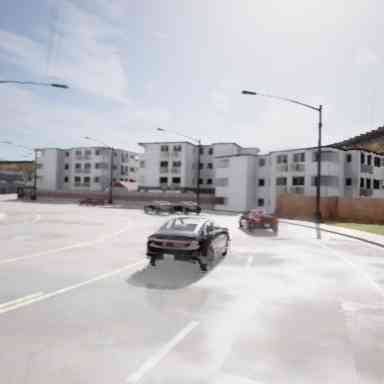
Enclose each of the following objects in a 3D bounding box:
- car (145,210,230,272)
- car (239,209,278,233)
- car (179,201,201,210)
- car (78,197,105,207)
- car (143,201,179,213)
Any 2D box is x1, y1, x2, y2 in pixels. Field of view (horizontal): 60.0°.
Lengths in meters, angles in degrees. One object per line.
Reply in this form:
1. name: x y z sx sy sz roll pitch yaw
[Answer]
1. car: 0.066 1.603 11.389 2.128 1.511 4.902 2 -1 17
2. car: 4.436 1.878 22.462 1.812 1.442 4.674 2 -1 -3
3. car: -0.777 1.836 38.739 2.128 1.511 4.902 2 -1 -31
4. car: -15.795 1.532 52.171 4.674 1.442 1.812 1 -1 28
5. car: -3.811 1.726 37.064 2.128 1.511 4.902 2 -1 -31
